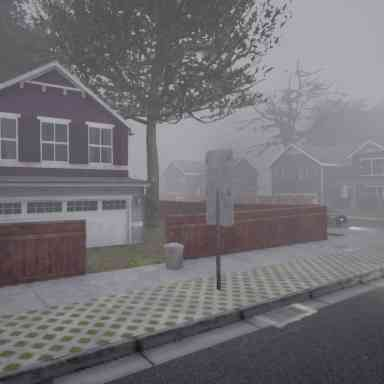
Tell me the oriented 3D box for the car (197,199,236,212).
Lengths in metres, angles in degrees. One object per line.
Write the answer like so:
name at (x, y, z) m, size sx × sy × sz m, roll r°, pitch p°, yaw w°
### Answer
car at (1.948, 1.423, 30.794) m, size 1.837 × 1.490 × 4.892 m, roll -1°, pitch 1°, yaw -37°

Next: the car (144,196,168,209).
car at (-4.183, 1.362, 39.188) m, size 1.882 × 1.535 × 5.008 m, roll -1°, pitch 1°, yaw -36°

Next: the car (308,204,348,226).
car at (8.149, 1.524, 22.321) m, size 1.994 × 1.385 × 4.181 m, roll -1°, pitch 1°, yaw -36°

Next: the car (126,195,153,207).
car at (-7.834, 1.307, 49.061) m, size 1.882 × 1.535 × 5.008 m, roll -1°, pitch 1°, yaw -36°
